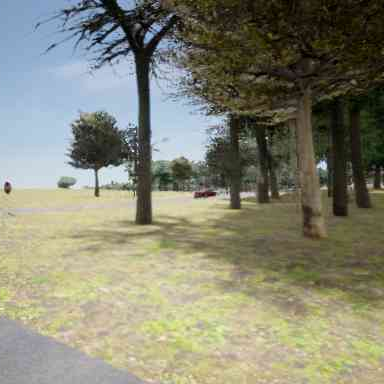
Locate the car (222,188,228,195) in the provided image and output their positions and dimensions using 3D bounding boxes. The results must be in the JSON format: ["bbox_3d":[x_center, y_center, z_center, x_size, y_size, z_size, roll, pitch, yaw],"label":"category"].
[{"bbox_3d":[5.984,-0.066,70.857,1.812,1.442,4.674,-3,1,34],"label":"car"}]

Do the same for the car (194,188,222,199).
[{"bbox_3d":[2.228,0.244,52.980,1.882,1.535,5.008,-3,0,34],"label":"car"}]
